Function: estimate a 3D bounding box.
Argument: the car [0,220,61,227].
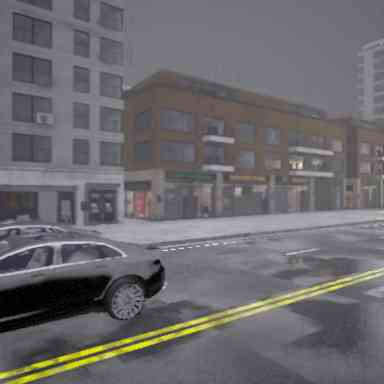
[{"bbox_3d":[-4.668,1.491,8.338,4.902,1.511,2.128,0,0,-35],"label":"car"}]

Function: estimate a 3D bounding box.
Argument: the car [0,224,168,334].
[{"bbox_3d":[-2.773,1.491,5.698,4.902,1.511,2.128,0,0,-35],"label":"car"}]
